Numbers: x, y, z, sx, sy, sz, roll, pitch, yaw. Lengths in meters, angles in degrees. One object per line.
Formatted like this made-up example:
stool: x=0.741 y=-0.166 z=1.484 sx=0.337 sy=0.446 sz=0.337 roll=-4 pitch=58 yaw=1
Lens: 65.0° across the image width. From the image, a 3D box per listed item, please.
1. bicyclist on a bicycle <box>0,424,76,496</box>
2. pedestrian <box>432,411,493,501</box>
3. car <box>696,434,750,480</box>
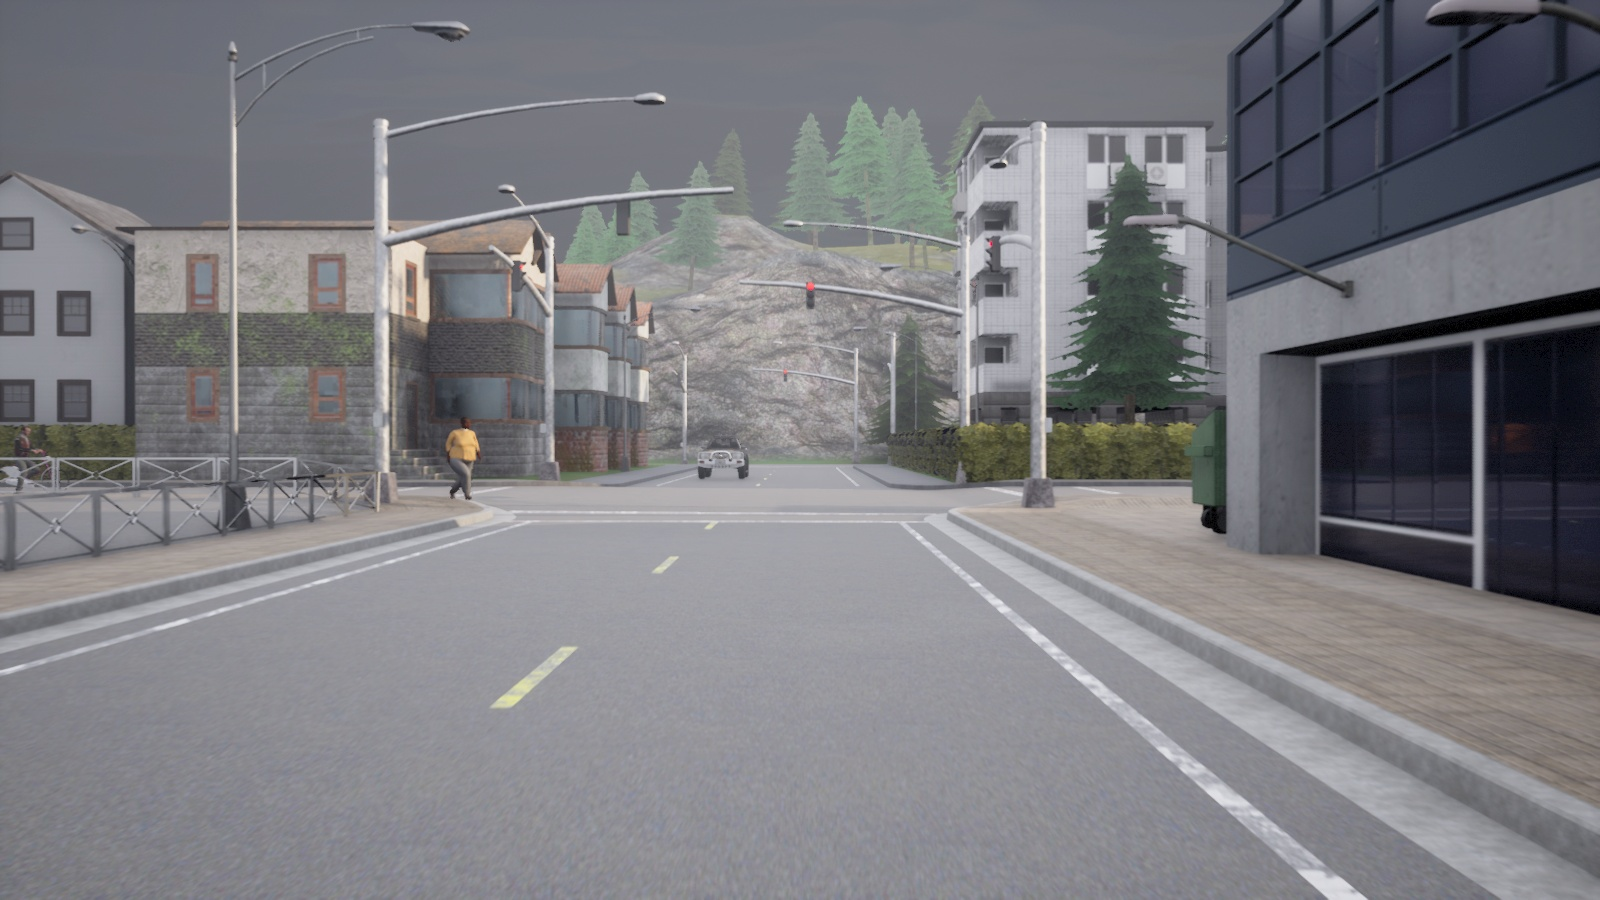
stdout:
bicyclist on a bicycle: x=-19.262 y=0.248 z=31.487 sx=1.843 sy=1.776 sz=0.659 roll=0 pitch=0 yaw=0
pedestrian: x=-7.123 y=0.130 z=26.534 sx=0.900 sy=1.855 sz=0.874 roll=0 pitch=0 yaw=39
car: x=-3.189 y=0.264 z=52.689 sx=1.932 sy=1.855 sz=4.605 roll=0 pitch=0 yaw=0
